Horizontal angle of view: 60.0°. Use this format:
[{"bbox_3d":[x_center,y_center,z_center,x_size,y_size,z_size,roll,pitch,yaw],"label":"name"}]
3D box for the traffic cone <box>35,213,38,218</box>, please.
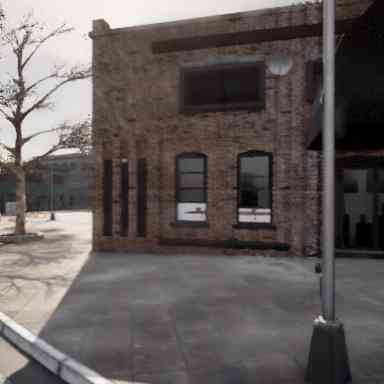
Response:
[{"bbox_3d":[-18.291,2.729,39.078,0.340,0.580,0.340,0,-1,-3],"label":"traffic cone"}]
